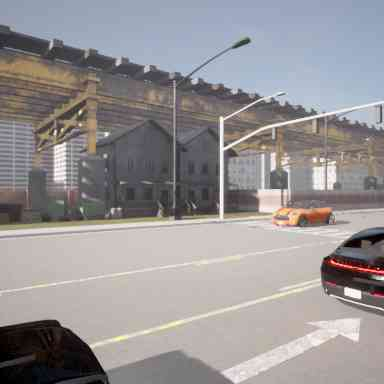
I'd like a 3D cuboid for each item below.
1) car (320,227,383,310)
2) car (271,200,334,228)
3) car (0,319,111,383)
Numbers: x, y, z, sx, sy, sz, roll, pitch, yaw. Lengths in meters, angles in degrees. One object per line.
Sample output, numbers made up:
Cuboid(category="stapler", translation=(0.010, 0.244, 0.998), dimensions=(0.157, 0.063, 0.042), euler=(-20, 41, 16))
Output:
Cuboid(category="car", translation=(4.764, 1.505, 7.162), dimensions=(4.892, 1.490, 1.837), euler=(0, 0, -35))
Cuboid(category="car", translation=(7.381, 1.352, 22.112), dimensions=(4.553, 1.767, 2.097), euler=(0, 0, -35))
Cuboid(category="car", translation=(-2.769, 1.601, 1.774), dimensions=(4.718, 1.301, 1.895), euler=(0, 0, -35))
